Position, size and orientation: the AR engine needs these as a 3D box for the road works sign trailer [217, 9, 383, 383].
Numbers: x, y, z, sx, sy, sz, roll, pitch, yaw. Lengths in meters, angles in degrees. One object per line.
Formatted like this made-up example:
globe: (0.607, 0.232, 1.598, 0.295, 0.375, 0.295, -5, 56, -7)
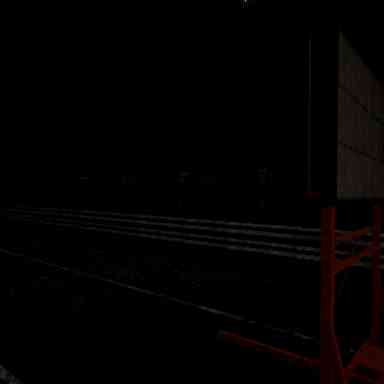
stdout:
road works sign trailer: (1.469, 0.503, 3.302, 2.880, 3.560, 2.380, 1, 0, 39)
